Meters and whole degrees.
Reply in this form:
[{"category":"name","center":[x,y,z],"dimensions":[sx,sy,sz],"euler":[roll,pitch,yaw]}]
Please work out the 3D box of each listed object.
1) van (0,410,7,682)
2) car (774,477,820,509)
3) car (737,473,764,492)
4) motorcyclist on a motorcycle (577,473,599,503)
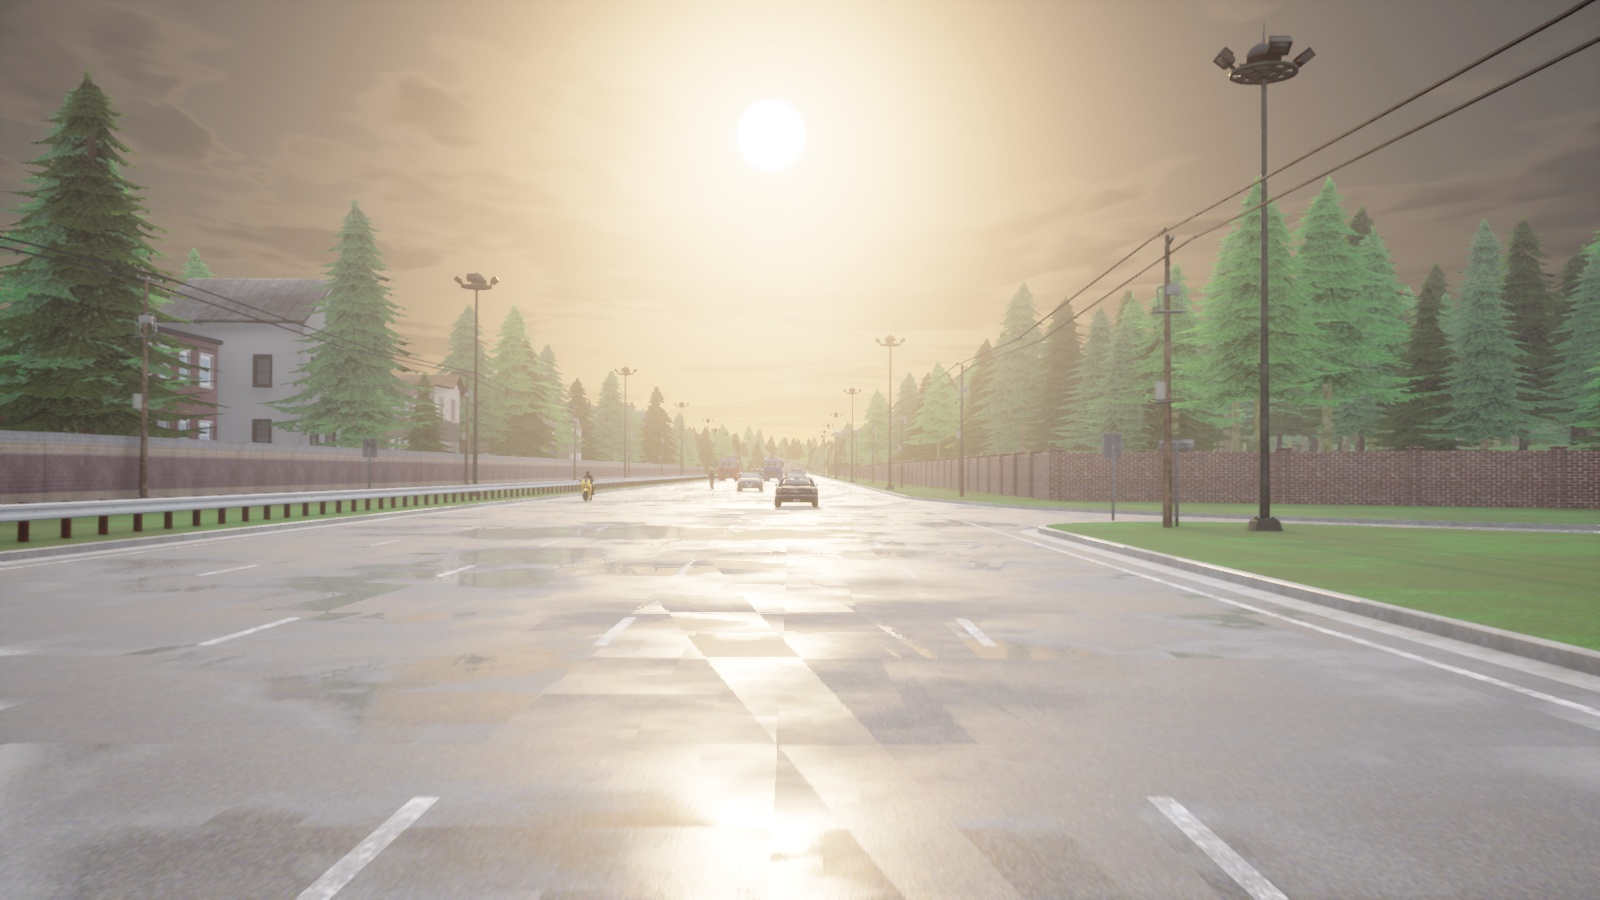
[{"category":"van","center":[-7.019,0.687,7.230],"dimensions":[2.069,2.038,4.480],"euler":[0,-1,0]},{"category":"car","center":[-0.131,1.830,54.750],"dimensions":[1.895,1.301,4.718],"euler":[0,-1,0]},{"category":"car","center":[-3.729,2.450,95.229],"dimensions":[1.812,1.442,4.674],"euler":[0,-1,0]},{"category":"motorcyclist on a motorcycle","center":[-10.651,1.897,63.173],"dimensions":[0.797,1.523,2.044],"euler":[0,-1,0]}]
